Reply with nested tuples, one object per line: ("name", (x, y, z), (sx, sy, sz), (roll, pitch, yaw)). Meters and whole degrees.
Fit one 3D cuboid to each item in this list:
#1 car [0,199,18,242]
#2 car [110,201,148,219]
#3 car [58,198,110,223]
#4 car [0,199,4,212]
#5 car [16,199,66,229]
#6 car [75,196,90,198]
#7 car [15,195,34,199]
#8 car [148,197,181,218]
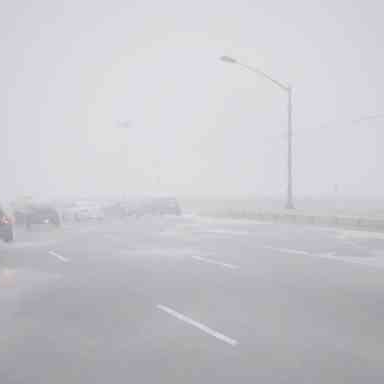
("car", (-9.634, 1.283, 15.057), (2.097, 1.767, 4.553), (0, 0, -39))
("car", (-5.822, 1.462, 27.097), (1.895, 1.301, 4.718), (0, 0, -39))
("car", (-8.023, 1.406, 24.222), (1.812, 1.442, 4.674), (0, 0, -39))
("car", (-21.758, 1.437, 35.812), (1.895, 1.301, 4.718), (0, 0, -39))
("car", (-9.812, 1.405, 20.881), (1.837, 1.490, 4.892), (0, 0, -39))
("car", (-14.522, 1.290, 43.573), (1.837, 1.490, 4.892), (0, 0, -39))
("car", (-19.775, 1.169, 38.933), (2.097, 1.767, 4.553), (0, 0, -39))
("car", (-2.959, 1.199, 29.120), (2.097, 1.767, 4.553), (0, 0, -39))
